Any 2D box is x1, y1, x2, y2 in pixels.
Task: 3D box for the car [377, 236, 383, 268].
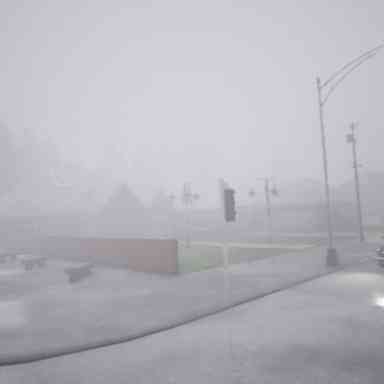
[{"bbox_3d":[8.728,2.008,12.778,4.892,1.490,1.837,1,-6,-43],"label":"car"}]
